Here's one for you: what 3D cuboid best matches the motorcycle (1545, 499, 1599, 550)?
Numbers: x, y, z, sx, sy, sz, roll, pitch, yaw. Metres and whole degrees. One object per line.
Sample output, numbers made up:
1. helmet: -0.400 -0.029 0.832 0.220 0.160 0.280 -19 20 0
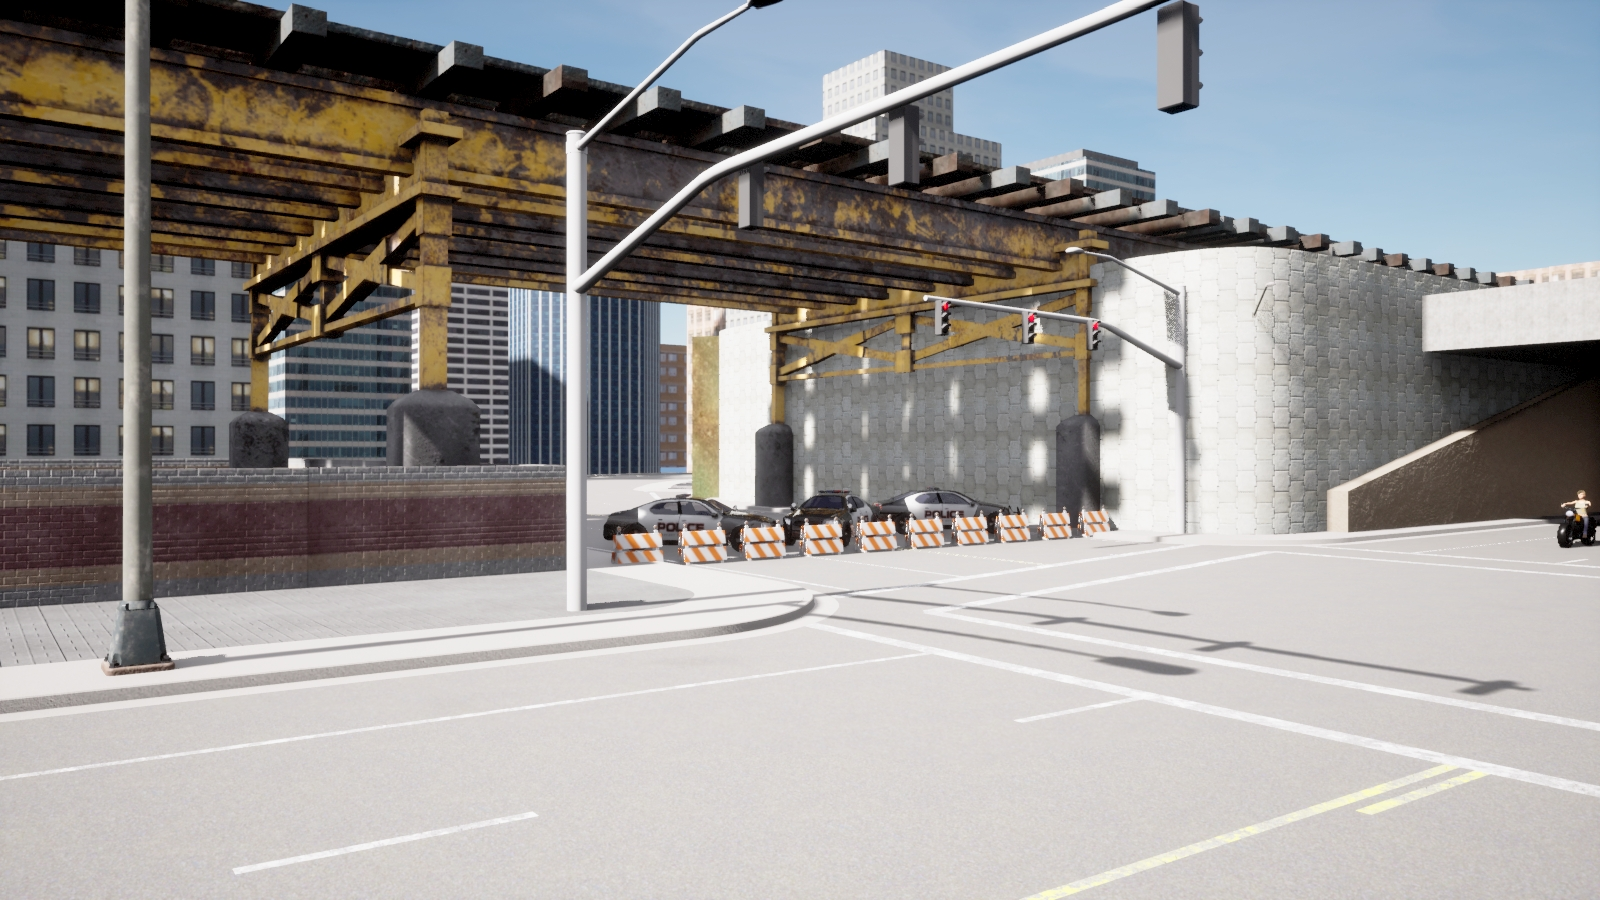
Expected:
1. motorcycle: 22.559 2.142 33.174 2.356 1.332 0.764 0 0 -37
